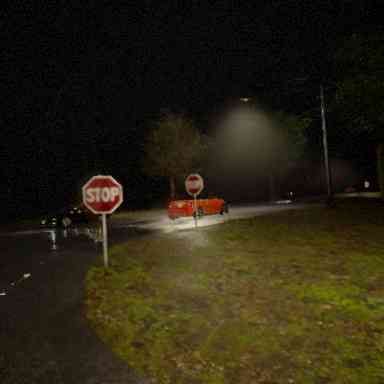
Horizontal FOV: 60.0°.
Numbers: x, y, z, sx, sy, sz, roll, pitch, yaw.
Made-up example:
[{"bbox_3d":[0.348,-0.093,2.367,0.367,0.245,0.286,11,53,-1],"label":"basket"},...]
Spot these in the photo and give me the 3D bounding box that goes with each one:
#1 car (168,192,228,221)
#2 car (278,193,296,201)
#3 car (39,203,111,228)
[{"bbox_3d":[0.484,0.813,21.568,2.097,1.767,4.553,-4,-1,34],"label":"car"},{"bbox_3d":[16.303,0.778,57.093,1.895,1.301,4.718,-4,-1,34],"label":"car"},{"bbox_3d":[-7.619,1.550,22.067,1.837,1.490,4.892,-4,-1,34],"label":"car"}]
